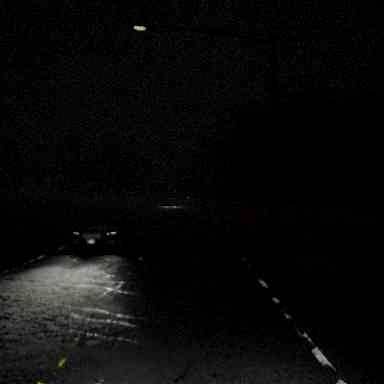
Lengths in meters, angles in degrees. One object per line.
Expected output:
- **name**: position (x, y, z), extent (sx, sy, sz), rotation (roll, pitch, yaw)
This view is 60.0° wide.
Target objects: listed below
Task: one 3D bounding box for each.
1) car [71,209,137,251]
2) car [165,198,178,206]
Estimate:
- **car**: position (-3.593, 1.504, 14.309), extent (2.128, 1.511, 4.902), rotation (0, 0, 0)
- **car**: position (-3.548, 1.691, 56.855), extent (1.812, 1.442, 4.674), rotation (0, 0, 0)
